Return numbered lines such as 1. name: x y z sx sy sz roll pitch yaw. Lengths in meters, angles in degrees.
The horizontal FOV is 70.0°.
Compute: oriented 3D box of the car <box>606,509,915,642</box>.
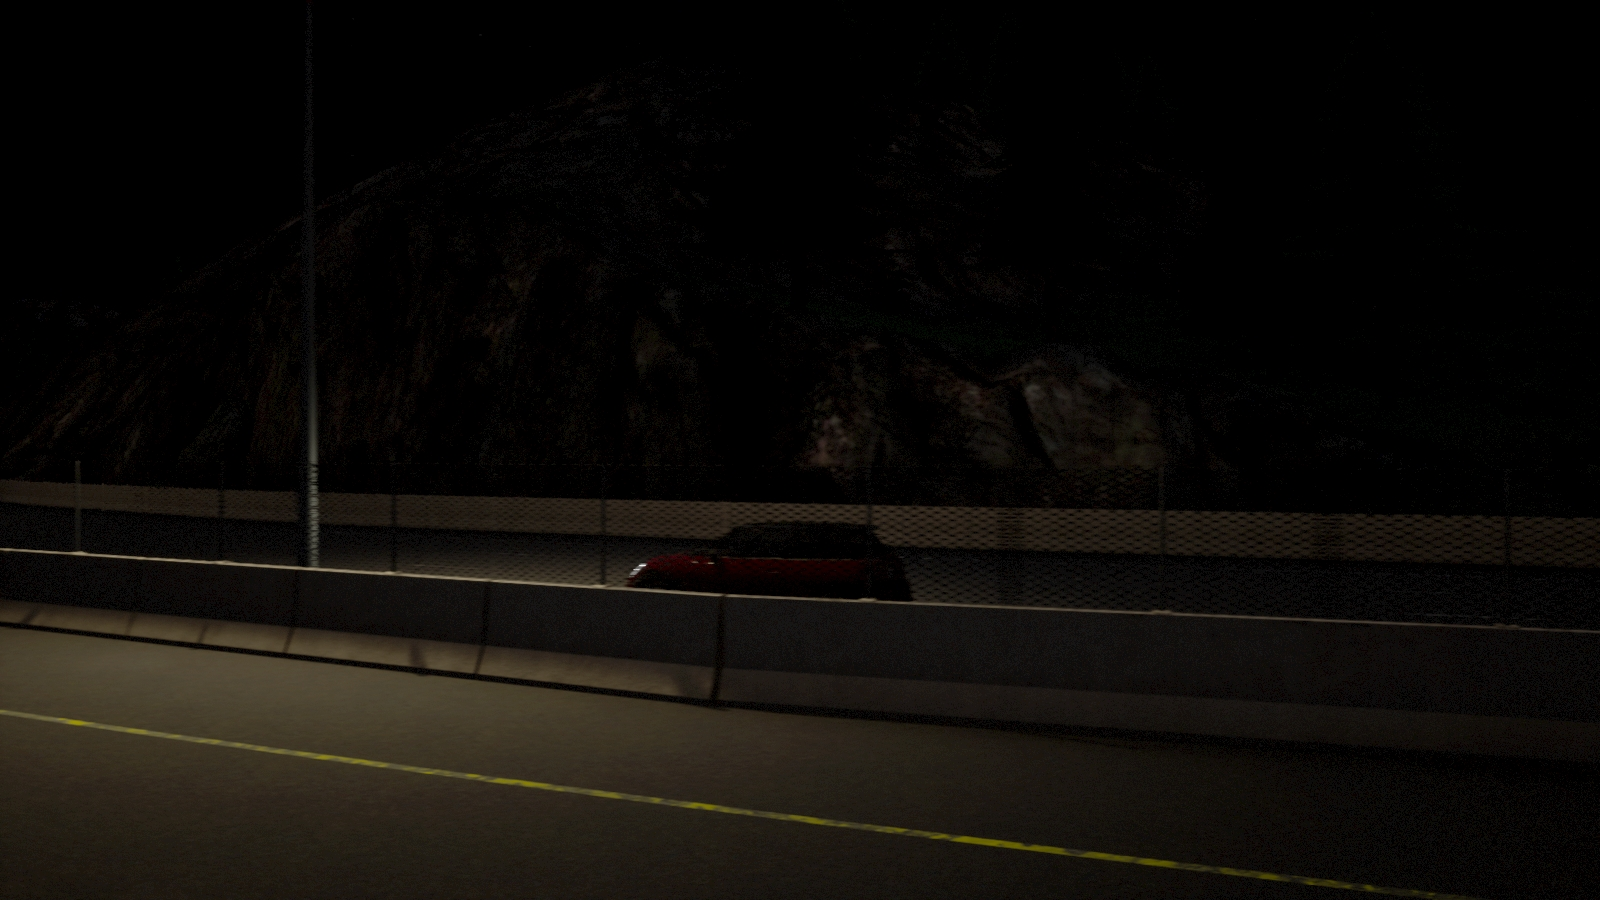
1. car: -0.620 1.926 18.562 4.553 1.767 2.097 0 0 22
